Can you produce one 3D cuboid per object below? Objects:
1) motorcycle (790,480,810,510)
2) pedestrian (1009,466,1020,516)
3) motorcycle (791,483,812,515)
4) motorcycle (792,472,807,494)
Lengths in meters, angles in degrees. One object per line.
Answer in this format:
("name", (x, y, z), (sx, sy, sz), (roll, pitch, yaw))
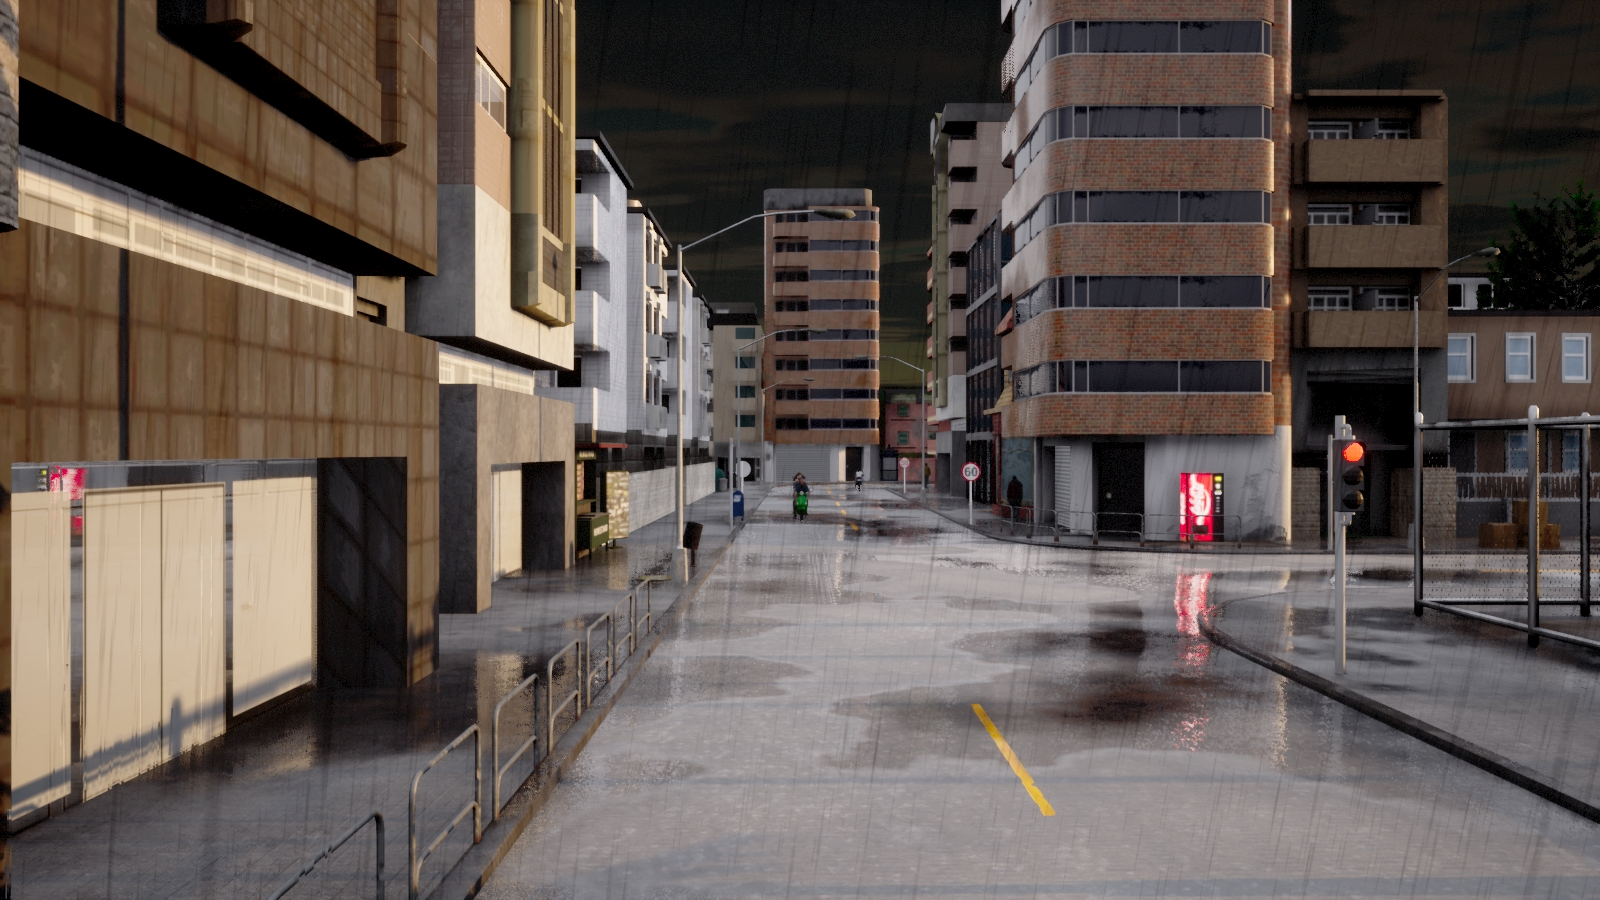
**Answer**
("motorcycle", (0.019, 1.970, 50.389), (0.856, 1.236, 1.805), (0, 0, 0))
("pedestrian", (7.969, 1.523, 42.490), (0.375, 1.860, 0.375), (0, 0, 3))
("motorcycle", (0.063, 1.970, 46.521), (0.856, 1.236, 1.805), (0, 0, 0))
("motorcycle", (-0.045, 1.997, 69.244), (0.867, 1.251, 2.209), (0, 0, -1))
